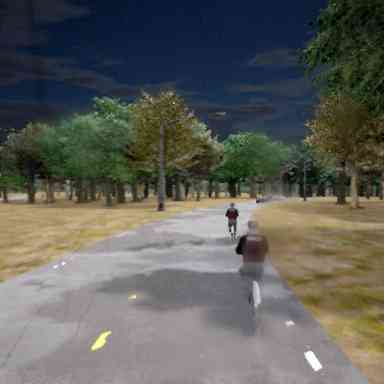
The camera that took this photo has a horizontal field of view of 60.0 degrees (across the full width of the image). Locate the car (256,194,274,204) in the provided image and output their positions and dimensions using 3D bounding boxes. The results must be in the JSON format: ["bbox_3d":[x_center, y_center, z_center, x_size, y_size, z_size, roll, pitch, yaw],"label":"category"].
[{"bbox_3d":[12.862,1.385,59.798,1.895,1.301,4.718,0,0,23],"label":"car"}]

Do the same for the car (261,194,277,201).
[{"bbox_3d":[17.922,1.257,77.228,2.033,1.411,5.357,0,0,29],"label":"car"}]

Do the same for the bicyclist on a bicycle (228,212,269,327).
[{"bbox_3d":[1.101,1.365,6.154,0.659,1.776,1.843,0,0,3],"label":"bicyclist on a bicycle"}]

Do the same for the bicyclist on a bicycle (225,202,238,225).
[{"bbox_3d":[1.814,1.346,14.972,0.659,1.776,1.843,0,0,6],"label":"bicyclist on a bicycle"}]

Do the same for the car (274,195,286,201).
[{"bbox_3d":[19.225,1.328,73.379,1.895,1.301,4.718,0,0,29],"label":"car"}]
